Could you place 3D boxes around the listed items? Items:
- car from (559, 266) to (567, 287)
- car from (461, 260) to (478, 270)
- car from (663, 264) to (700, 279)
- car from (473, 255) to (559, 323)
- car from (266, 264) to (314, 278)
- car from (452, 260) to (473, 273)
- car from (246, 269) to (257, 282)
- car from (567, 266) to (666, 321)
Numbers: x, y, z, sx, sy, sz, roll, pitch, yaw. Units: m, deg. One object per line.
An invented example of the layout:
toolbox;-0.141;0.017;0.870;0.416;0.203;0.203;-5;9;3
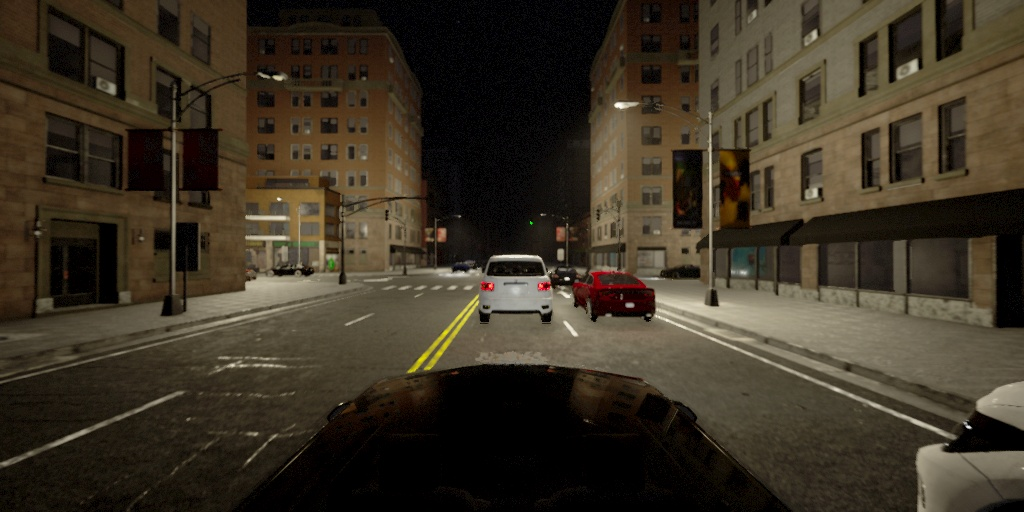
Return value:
car;3.561;1.382;24.105;1.994;1.385;4.181;0;0;5
car;-6.569;1.402;56.214;2.128;1.511;4.902;0;0;0
car;16.041;1.447;33.427;4.181;1.385;1.994;0;0;0
car;0.104;1.003;12.313;2.150;2.045;5.566;0;0;0
car;-22.117;1.435;35.815;4.313;1.339;1.948;0;0;0
car;-6.589;1.484;46.377;1.895;1.301;4.718;0;0;0
car;-22.161;1.253;27.790;4.097;1.591;1.967;0;0;0
car;3.354;1.261;12.662;1.882;1.535;5.008;0;0;0
